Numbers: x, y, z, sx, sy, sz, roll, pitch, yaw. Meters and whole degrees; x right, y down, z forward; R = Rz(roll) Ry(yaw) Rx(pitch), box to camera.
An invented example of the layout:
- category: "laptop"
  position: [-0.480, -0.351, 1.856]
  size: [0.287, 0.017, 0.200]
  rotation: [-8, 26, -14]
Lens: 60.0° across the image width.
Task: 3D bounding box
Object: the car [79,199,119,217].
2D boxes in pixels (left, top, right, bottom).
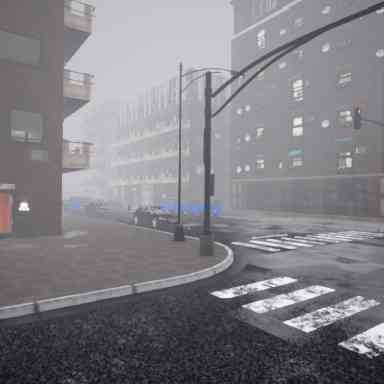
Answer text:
- category: "car"
  position: [-8.712, 1.591, 30.849]
  size: [1.802, 1.307, 4.206]
  rotation: [1, -1, -35]

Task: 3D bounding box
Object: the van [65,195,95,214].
- category: "van"
  position: [-11.886, 1.361, 35.455]
  size: [1.690, 1.788, 3.998]
  rotation: [1, -1, -35]

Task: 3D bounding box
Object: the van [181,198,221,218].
- category: "van"
  position: [0.953, 1.439, 30.719]
  size: [1.690, 1.788, 3.998]
  rotation: [1, -1, -35]

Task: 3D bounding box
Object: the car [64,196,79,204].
- category: "car"
  position: [-24.460, 1.614, 67.559]
  size: [1.967, 1.590, 4.097]
  rotation: [1, -1, -35]

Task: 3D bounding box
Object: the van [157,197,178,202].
- category: "van"
  position: [-2.224, 1.450, 35.325]
  size: [1.690, 1.788, 3.998]
  rotation: [1, -1, -35]

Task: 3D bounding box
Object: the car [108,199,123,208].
- category: "car"
  position: [-11.755, 1.683, 49.138]
  size: [1.887, 1.381, 4.507]
  rotation: [1, -1, -35]

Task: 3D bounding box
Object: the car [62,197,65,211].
- category: "car"
  position: [-15.065, 1.580, 40.059]
  size: [2.008, 1.369, 4.403]
  rotation: [1, -1, -35]

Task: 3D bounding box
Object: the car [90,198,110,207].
- category: "car"
  position: [-14.931, 1.730, 53.742]
  size: [1.802, 1.307, 4.206]
  rotation: [1, -1, -35]

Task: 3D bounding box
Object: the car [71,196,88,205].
- category: "car"
  position: [-21.283, 1.605, 62.954]
  size: [1.967, 1.590, 4.097]
  rotation: [1, -1, -35]

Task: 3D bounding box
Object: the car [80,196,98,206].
- category: "car"
  position: [-18.107, 1.597, 58.349]
  size: [1.967, 1.590, 4.097]
  rotation: [1, -1, -35]

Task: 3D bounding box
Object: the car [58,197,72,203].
- category: "car"
  position: [-27.637, 1.727, 72.163]
  size: [1.887, 1.381, 4.507]
  rotation: [1, -1, -35]

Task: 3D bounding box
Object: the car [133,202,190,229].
- category: "car"
  position: [-2.358, 1.539, 21.639]
  size: [2.008, 1.369, 4.403]
  rotation: [1, -1, -35]
